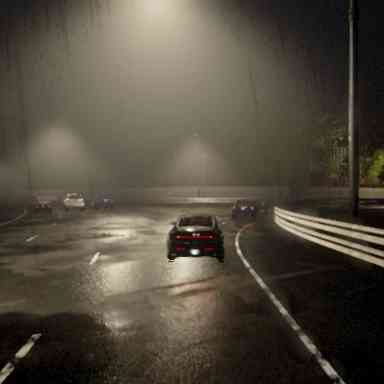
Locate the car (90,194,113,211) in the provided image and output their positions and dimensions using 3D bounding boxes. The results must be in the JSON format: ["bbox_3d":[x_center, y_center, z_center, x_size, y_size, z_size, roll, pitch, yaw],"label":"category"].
[{"bbox_3d":[-11.780,1.288,43.235,2.150,2.045,5.566,0,0,-26],"label":"car"}]

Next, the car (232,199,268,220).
[{"bbox_3d":[5.162,1.391,29.193,2.097,1.767,4.553,0,0,27],"label":"car"}]

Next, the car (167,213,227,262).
[{"bbox_3d":[0.220,1.522,12.250,1.837,1.490,4.892,0,0,3],"label":"car"}]

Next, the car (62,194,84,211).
[{"bbox_3d":[-14.947,1.287,41.766,2.150,2.045,5.566,0,0,-26],"label":"car"}]

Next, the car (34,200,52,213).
[{"bbox_3d":[-16.997,1.608,37.954,2.033,1.411,5.357,0,0,-24],"label":"car"}]
